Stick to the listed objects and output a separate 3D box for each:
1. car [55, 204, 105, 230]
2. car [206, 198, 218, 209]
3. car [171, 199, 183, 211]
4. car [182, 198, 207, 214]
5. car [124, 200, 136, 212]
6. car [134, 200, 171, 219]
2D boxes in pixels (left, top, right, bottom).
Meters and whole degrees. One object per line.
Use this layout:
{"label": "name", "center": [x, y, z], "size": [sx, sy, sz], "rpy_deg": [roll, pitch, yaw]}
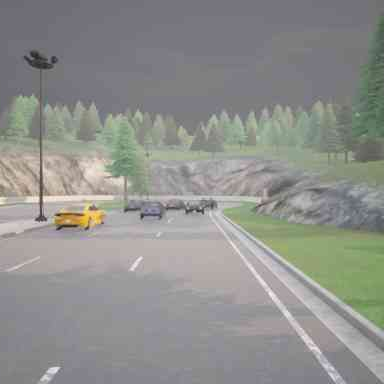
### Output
{"label": "car", "center": [-6.897, 1.477, 20.967], "size": [1.882, 1.535, 5.008], "rpy_deg": [0, 0, 0]}
{"label": "car", "center": [2.216, 1.492, 44.517], "size": [2.128, 1.511, 4.902], "rpy_deg": [0, 0, 14]}
{"label": "car", "center": [-2.036, 1.564, 41.773], "size": [1.994, 1.385, 4.181], "rpy_deg": [0, 0, 11]}
{"label": "car", "center": [0.341, 1.601, 34.364], "size": [1.895, 1.301, 4.718], "rpy_deg": [0, 0, 3]}
{"label": "car", "center": [-6.293, 1.564, 38.217], "size": [1.994, 1.385, 4.181], "rpy_deg": [0, 0, 7]}
{"label": "car", "center": [-3.354, 1.547, 29.245], "size": [2.033, 1.411, 5.357], "rpy_deg": [0, 0, 1]}
